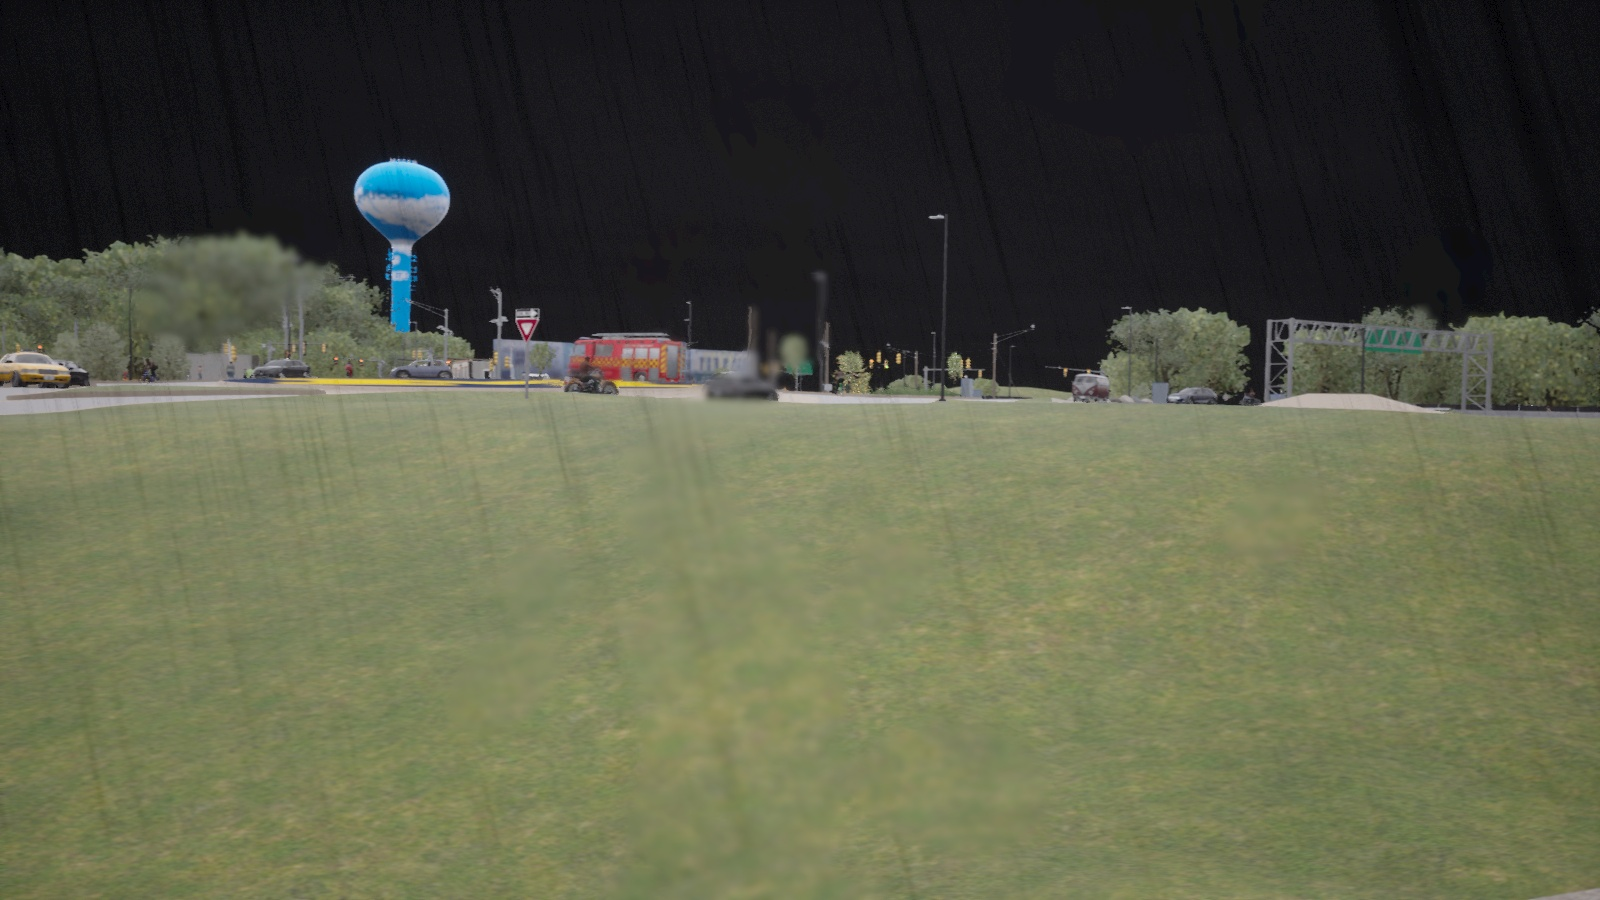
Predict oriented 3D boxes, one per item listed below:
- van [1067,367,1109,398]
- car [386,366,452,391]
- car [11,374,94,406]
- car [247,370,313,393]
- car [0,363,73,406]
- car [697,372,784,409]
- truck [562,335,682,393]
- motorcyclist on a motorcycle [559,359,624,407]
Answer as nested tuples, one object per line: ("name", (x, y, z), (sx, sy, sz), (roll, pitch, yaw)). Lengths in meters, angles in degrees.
("van", (19.825, -4.623, 86.286), (1.775, 1.987, 4.442), (2, 3, 26))
("car", (-24.052, -4.491, 79.224), (3.806, 1.475, 1.970), (-2, 2, -21))
("car", (-36.300, -2.885, 61.107), (1.812, 1.442, 4.674), (0, 2, -9))
("car", (-36.131, -4.792, 87.389), (1.837, 1.490, 4.892), (0, 4, 11))
("car", (-30.615, -2.573, 49.789), (1.801, 1.575, 5.366), (0, 2, -45))
("car", (-2.691, -2.762, 57.890), (1.816, 1.474, 4.193), (10, 8, 31))
("truck", (-12.575, -5.978, 88.430), (8.468, 3.827, 2.891), (2, 1, 33))
("motorcyclist on a motorcycle", (-7.584, -2.431, 45.765), (0.766, 1.649, 2.350), (1, 1, 43))
